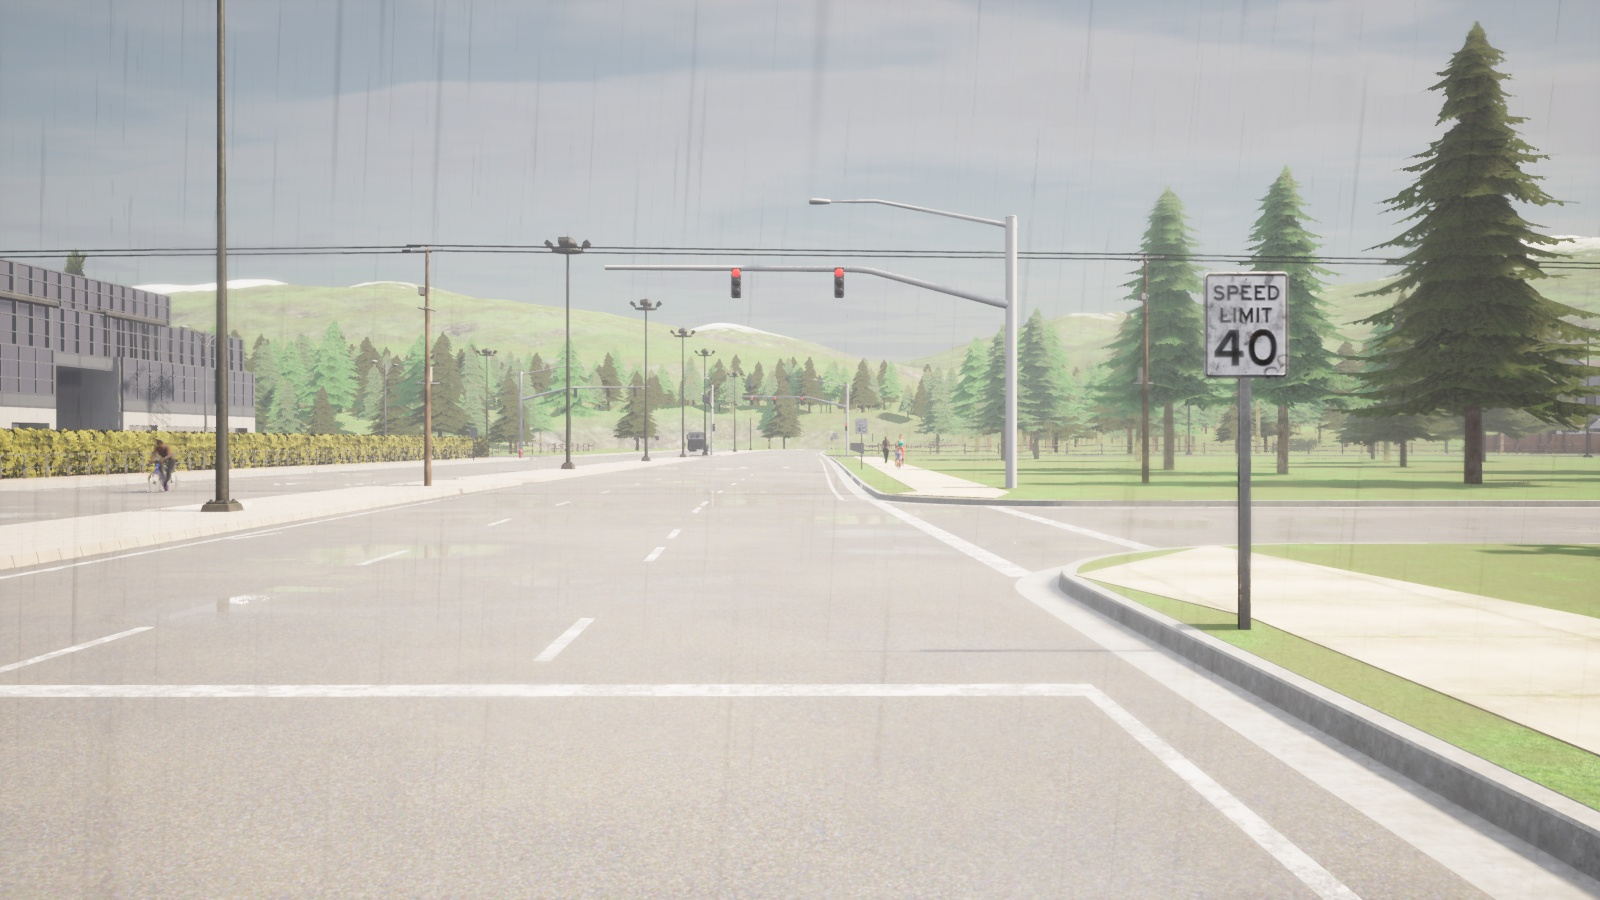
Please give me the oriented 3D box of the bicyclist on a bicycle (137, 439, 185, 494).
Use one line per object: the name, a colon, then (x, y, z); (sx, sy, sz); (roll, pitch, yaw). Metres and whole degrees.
bicyclist on a bicycle: (-19.212, 0.471, 37.773); (0.582, 1.620, 1.656); (0, 1, 1)
